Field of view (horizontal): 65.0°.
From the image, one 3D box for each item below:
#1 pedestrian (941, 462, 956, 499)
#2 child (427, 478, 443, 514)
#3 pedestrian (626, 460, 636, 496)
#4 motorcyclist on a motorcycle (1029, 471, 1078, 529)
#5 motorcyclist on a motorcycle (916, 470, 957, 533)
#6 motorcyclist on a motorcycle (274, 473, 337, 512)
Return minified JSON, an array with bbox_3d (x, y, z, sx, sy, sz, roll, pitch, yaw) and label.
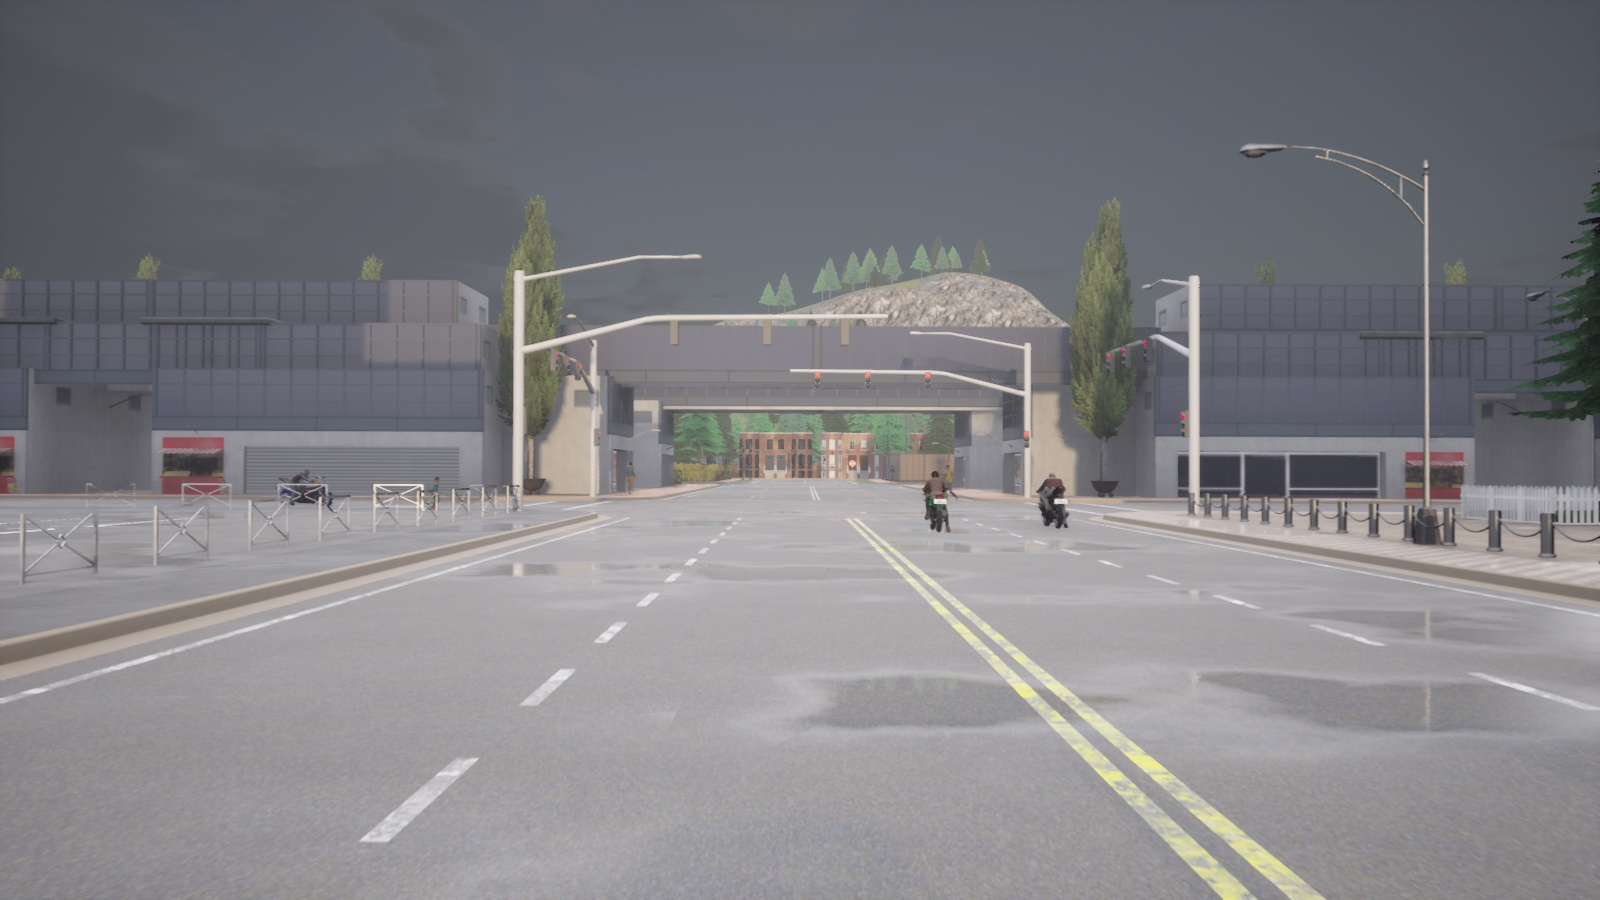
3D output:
[{"bbox_3d":[7.299,1.504,61.731,0.709,1.840,0.431,0,-1,0],"label":"pedestrian"},{"bbox_3d":[-12.253,1.540,42.165,0.448,1.192,0.343,0,-1,-1],"label":"child"},{"bbox_3d":[-9.213,1.544,68.307,0.423,1.949,0.788,0,-1,0],"label":"pedestrian"},{"bbox_3d":[6.902,1.340,34.298,0.866,1.530,2.191,0,-1,0],"label":"motorcyclist on a motorcycle"},{"bbox_3d":[3.410,1.259,31.531,0.797,1.523,2.044,0,-1,0],"label":"motorcyclist on a motorcycle"},{"bbox_3d":[-19.632,1.683,49.882,2.191,1.530,0.866,0,-1,1],"label":"motorcyclist on a motorcycle"}]
